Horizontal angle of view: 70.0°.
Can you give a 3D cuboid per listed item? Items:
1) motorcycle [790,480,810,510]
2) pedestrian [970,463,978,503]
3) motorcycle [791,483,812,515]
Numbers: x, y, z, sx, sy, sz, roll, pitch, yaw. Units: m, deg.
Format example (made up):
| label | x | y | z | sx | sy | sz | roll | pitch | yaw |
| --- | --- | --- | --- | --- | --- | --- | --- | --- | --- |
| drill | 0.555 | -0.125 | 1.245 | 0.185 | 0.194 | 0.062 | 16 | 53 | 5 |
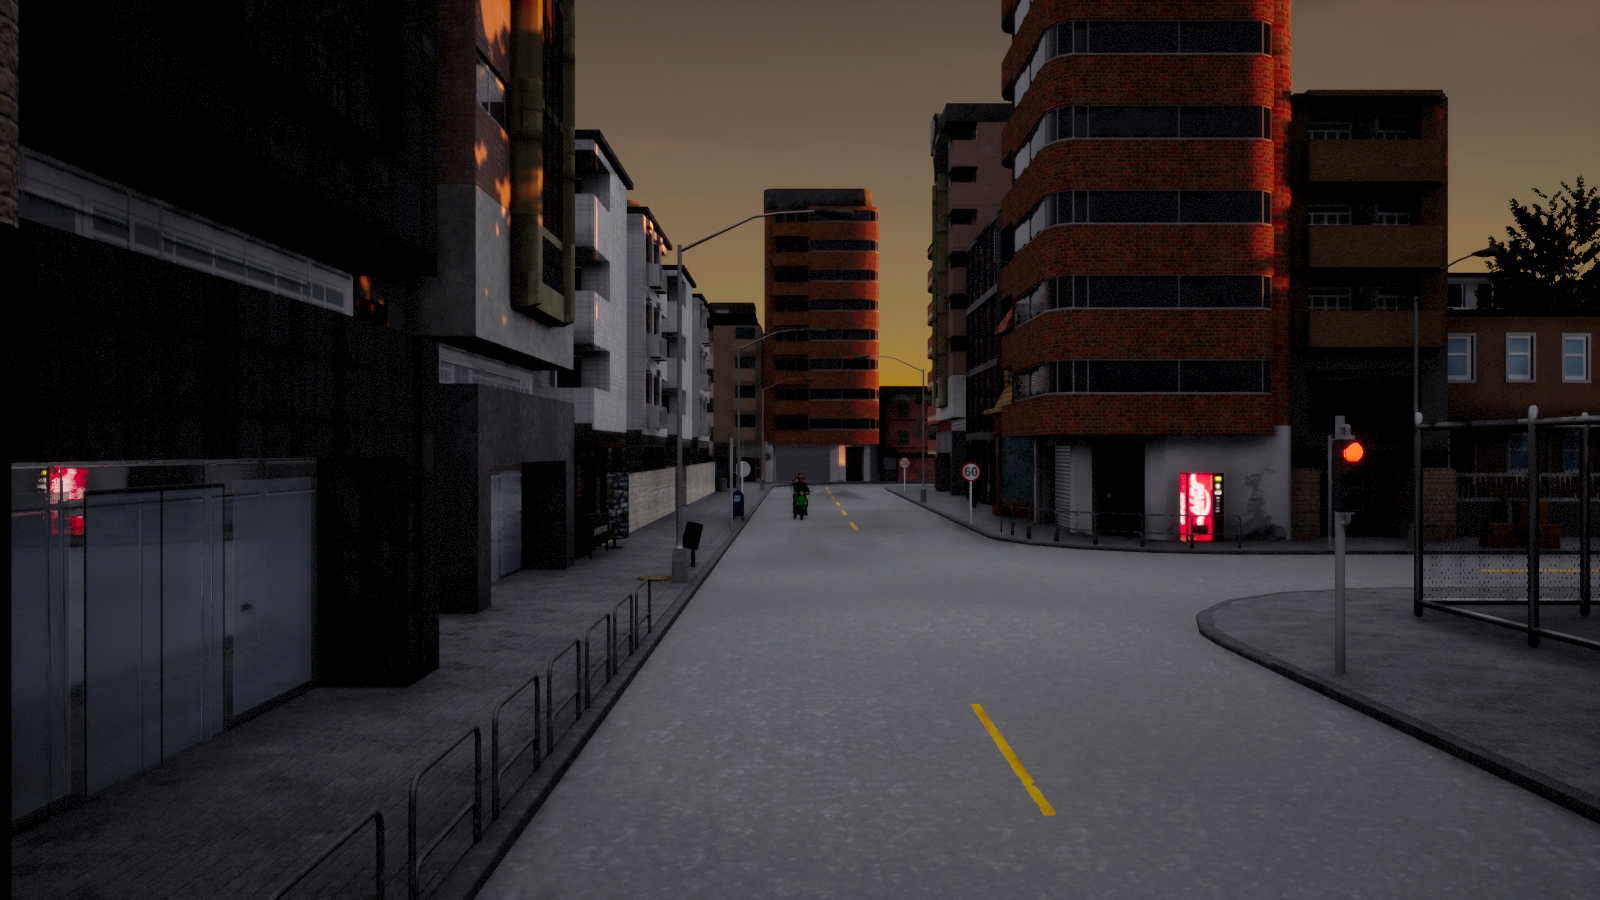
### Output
| label | x | y | z | sx | sy | sz | roll | pitch | yaw |
| --- | --- | --- | --- | --- | --- | --- | --- | --- | --- |
| motorcycle | 0.019 | 1.970 | 50.389 | 0.856 | 1.236 | 1.805 | 0 | 0 | 0 |
| pedestrian | 8.098 | 1.533 | 53.173 | 0.375 | 1.860 | 0.375 | 0 | 0 | 6 |
| motorcycle | 0.063 | 1.970 | 46.521 | 0.856 | 1.236 | 1.805 | 0 | 0 | 0 |
